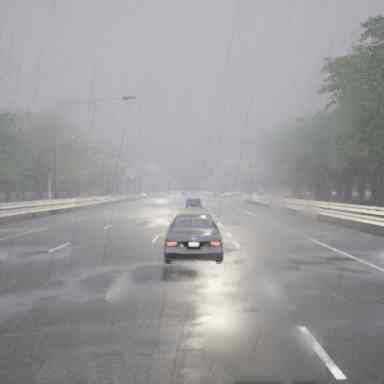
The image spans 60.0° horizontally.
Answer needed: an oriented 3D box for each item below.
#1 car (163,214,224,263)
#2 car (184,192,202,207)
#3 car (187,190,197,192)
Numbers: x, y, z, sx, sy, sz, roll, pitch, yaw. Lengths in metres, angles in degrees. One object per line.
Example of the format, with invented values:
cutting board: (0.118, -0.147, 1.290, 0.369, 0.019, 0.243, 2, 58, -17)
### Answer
car: (0.060, 1.460, 11.624, 2.033, 1.411, 5.357, 0, 0, 0)
car: (0.223, 1.156, 43.138, 1.882, 1.535, 5.008, 0, 0, 0)
car: (0.375, 0.960, 72.297, 1.837, 1.490, 4.892, 0, 0, 0)
